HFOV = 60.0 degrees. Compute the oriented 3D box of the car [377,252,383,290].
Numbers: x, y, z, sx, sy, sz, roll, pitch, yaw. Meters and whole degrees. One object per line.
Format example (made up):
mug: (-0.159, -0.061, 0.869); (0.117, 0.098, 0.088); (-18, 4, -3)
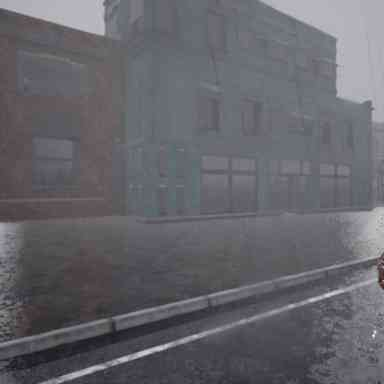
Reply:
car: (6.221, 1.456, 7.694); (5.008, 1.535, 1.882); (0, 0, -36)
